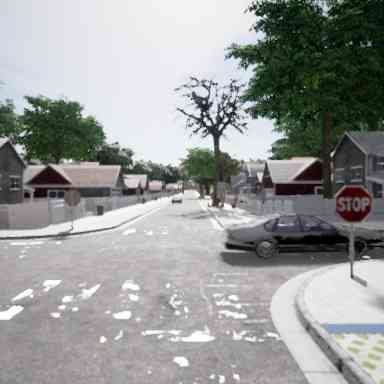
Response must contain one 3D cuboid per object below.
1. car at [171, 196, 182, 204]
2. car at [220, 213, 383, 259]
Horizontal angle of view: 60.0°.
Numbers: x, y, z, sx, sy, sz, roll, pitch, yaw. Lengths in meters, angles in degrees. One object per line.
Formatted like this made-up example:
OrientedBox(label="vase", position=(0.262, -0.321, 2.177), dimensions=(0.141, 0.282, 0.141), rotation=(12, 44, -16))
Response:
OrientedBox(label="car", position=(-2.734, 1.370, 60.951), dimensions=(2.033, 1.411, 5.357), rotation=(0, 0, 0))
OrientedBox(label="car", position=(3.685, 1.442, 11.596), dimensions=(5.357, 1.411, 2.033), rotation=(-1, 0, 0))
